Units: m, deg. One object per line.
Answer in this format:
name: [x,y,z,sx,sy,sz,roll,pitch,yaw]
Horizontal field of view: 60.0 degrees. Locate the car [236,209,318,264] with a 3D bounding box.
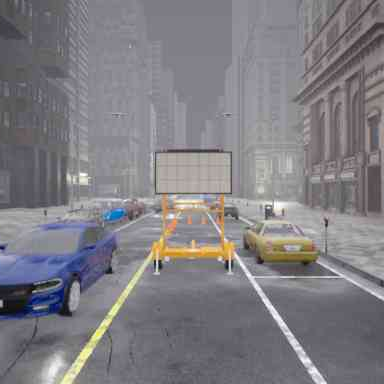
car: [2.823,1.527,11.594,1.752,1.417,4.829,0,0,0]

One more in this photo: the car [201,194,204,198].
car: [3.057,1.556,61.148,1.887,1.381,4.507,0,0,0]

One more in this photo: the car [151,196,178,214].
car: [-2.840,1.511,35.302,1.837,1.490,4.892,0,0,0]

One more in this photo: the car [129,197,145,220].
car: [-5.641,1.319,28.053,2.192,1.841,5.009,0,0,0]

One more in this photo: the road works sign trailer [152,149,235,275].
road works sign trailer: [0.047,0.466,10.474,2.380,3.560,2.880,0,0,0]

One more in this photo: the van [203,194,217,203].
van: [3.006,1.350,50.099,1.690,1.788,3.998,0,0,0]

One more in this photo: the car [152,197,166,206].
car: [-5.522,1.555,55.680,1.887,1.381,4.507,0,0,0]

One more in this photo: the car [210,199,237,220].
car: [2.900,1.555,27.999,2.008,1.369,4.403,0,0,0]

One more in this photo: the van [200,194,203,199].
van: [3.084,1.355,66.673,1.690,1.788,3.998,0,0,0]

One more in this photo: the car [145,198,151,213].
car: [-5.618,1.550,33.578,1.887,1.381,4.507,0,0,0]

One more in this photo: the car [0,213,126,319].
car: [-3.065,1.479,7.707,1.882,1.535,5.008,0,0,0]

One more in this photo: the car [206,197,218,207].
car: [2.952,1.588,39.048,1.802,1.307,4.206,0,0,0]

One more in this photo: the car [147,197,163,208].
car: [-5.546,1.553,50.155,1.887,1.381,4.507,0,0,0]

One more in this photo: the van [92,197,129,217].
van: [-5.665,1.344,22.528,1.690,1.788,3.998,0,0,0]

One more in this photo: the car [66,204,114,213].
car: [-5.690,1.553,17.002,2.008,1.369,4.403,0,0,0]

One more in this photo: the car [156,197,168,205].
car: [-5.498,1.556,61.205,1.887,1.381,4.507,0,0,0]
